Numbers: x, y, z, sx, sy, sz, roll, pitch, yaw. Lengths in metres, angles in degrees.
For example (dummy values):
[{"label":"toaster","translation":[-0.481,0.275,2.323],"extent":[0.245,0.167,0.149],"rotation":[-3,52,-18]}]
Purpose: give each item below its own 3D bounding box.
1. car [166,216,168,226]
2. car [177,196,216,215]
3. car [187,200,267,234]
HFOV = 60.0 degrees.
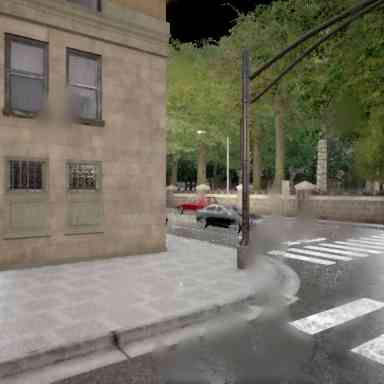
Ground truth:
[{"label":"car","translation":[-3.260,1.544,22.222],"extent":[1.947,1.339,4.313],"rotation":[0,0,-35]},{"label":"car","translation":[0.507,1.285,31.760],"extent":[2.192,1.841,5.009],"rotation":[0,0,-35]},{"label":"car","translation":[2.136,1.476,19.266],"extent":[2.128,1.511,4.902],"rotation":[0,0,-35]}]
